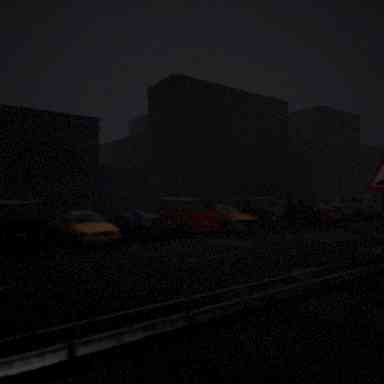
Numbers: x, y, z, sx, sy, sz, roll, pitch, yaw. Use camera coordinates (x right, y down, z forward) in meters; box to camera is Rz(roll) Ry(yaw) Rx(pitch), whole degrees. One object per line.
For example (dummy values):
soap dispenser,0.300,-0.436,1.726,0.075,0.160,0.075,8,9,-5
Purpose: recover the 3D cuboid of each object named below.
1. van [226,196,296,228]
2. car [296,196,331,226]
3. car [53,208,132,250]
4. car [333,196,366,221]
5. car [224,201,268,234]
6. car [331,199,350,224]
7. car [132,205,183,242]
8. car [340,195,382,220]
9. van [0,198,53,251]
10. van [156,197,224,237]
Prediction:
van,4.069,1.287,21.405,1.878,1.987,4.442,0,0,-36
car,6.227,1.264,23.128,2.435,2.045,5.566,0,0,-36
car,-4.859,1.502,14.927,1.946,1.575,5.366,0,0,-36
car,10.811,1.393,26.413,2.185,1.767,4.553,0,0,-36
car,1.756,1.510,19.898,2.097,1.535,5.008,0,0,-36
car,8.590,1.517,24.779,2.097,1.535,5.008,0,0,-36
car,-2.724,1.546,16.681,2.002,1.452,4.674,0,0,-36
car,12.955,1.268,27.945,2.435,2.045,5.566,0,0,-36
van,-7.278,1.278,13.567,1.878,1.987,4.442,0,0,-36
van,-0.552,1.282,18.383,1.878,1.987,4.442,0,0,-36
